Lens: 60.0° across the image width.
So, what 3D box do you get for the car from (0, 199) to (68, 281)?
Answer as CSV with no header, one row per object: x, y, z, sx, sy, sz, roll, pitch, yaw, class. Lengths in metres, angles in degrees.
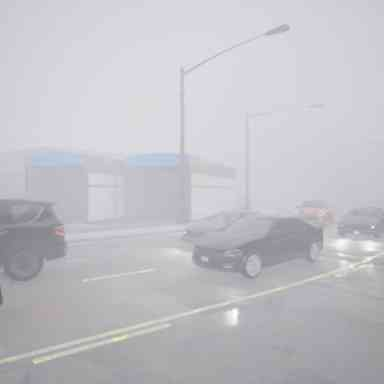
-6.046,1.223,8.302,5.566,2.045,2.150,0,0,-36,car

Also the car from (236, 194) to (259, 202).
11.624,1.270,71.994,2.097,1.767,4.553,0,0,-35,car

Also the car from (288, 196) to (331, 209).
8.336,1.318,22.763,2.097,1.767,4.553,0,0,30,car

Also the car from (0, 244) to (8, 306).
-5.324,1.605,4.506,4.718,1.301,1.895,0,0,-34,car

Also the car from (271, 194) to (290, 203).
18.416,1.263,68.468,2.097,1.767,4.553,0,0,-35,car

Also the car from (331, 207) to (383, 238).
9.273,1.517,17.800,2.033,1.411,5.357,0,0,36,car

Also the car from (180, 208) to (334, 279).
2.209,1.465,10.311,5.008,1.535,1.882,0,0,-41,car

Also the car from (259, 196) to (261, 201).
13.391,1.264,75.546,2.097,1.767,4.553,0,0,-35,car
